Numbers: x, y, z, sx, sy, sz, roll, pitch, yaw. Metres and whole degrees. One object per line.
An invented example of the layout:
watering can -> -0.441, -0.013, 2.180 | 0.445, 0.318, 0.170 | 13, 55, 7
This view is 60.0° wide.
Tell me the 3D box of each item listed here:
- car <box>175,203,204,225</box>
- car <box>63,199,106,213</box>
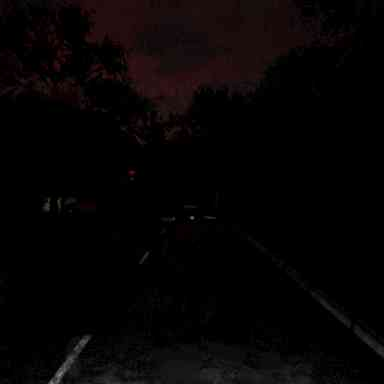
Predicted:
car -> -0.228, 1.508, 24.104 | 1.812, 1.442, 4.674 | 0, 0, -6
car -> -12.298, 1.625, 38.071 | 5.008, 1.535, 1.882 | -1, -4, 13
